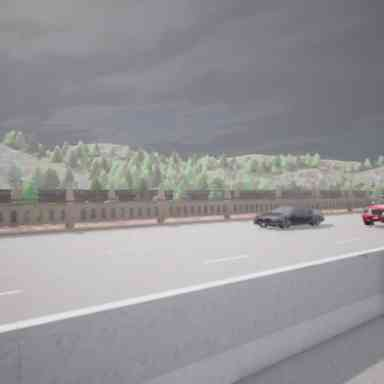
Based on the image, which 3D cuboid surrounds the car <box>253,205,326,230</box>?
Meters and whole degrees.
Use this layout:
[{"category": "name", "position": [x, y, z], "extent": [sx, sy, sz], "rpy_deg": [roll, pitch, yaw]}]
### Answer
[{"category": "car", "position": [6.396, 1.564, 21.449], "extent": [5.357, 1.411, 2.033], "rpy_deg": [0, 0, -35]}]

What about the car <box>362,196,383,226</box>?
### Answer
[{"category": "car", "position": [13.739, 1.248, 22.386], "extent": [5.566, 2.045, 2.150], "rpy_deg": [0, 0, -35]}]
